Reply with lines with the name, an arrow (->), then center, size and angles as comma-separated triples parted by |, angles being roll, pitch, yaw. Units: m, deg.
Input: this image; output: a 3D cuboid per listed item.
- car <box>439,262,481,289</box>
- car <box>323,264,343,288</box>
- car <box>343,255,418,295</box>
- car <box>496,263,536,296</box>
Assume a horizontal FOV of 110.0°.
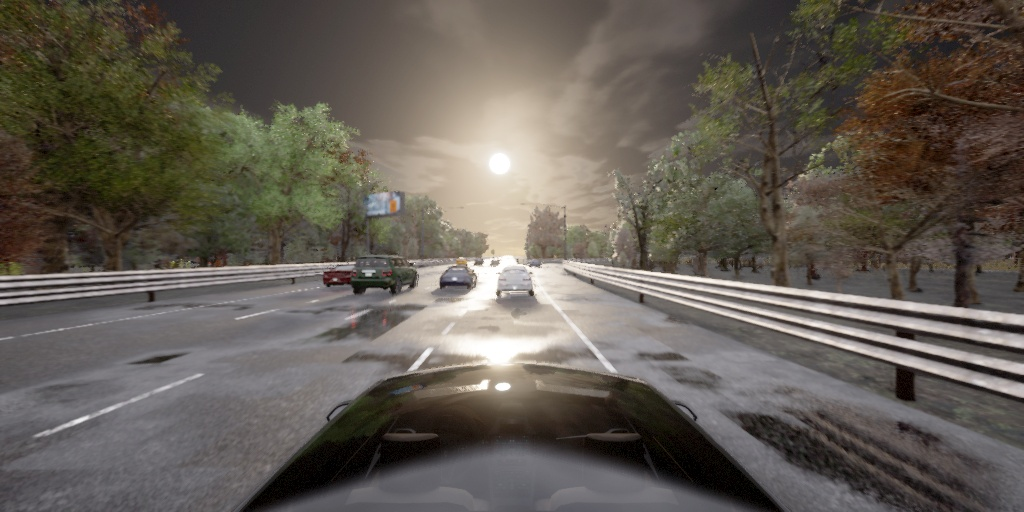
car -> -3.393, 1.315, 23.219 | 1.994, 1.385, 4.181 | 0, 0, 0
car -> -10.395, 1.229, 23.544 | 1.882, 1.535, 5.008 | 0, 0, 0
car -> -6.895, 0.973, 19.929 | 2.150, 2.045, 5.566 | 0, 0, 0
car -> 0.170, 1.277, 19.438 | 1.812, 1.442, 4.674 | 0, 0, 1
